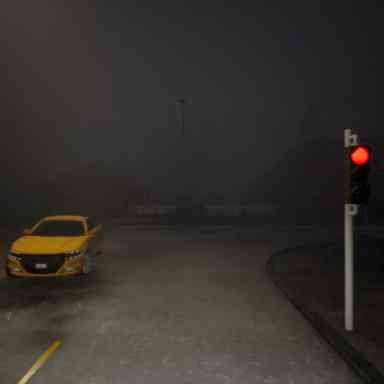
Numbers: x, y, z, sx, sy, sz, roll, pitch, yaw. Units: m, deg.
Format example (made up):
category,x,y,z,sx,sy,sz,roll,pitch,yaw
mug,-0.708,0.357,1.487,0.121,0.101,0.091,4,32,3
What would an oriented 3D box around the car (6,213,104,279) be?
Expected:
category,x,y,z,sx,sy,sz,roll,pitch,yaw
car,-3.934,1.485,10.374,1.882,1.535,5.008,1,0,-8
